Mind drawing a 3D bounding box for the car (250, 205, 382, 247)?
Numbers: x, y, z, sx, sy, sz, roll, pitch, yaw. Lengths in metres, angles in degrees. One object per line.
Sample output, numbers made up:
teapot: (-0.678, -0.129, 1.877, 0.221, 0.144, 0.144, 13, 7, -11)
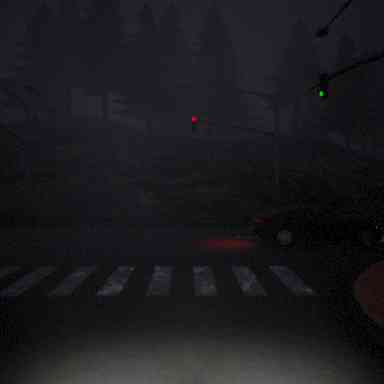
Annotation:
car: (4.855, 1.271, 13.243, 5.008, 1.535, 1.882, 0, 0, 0)
